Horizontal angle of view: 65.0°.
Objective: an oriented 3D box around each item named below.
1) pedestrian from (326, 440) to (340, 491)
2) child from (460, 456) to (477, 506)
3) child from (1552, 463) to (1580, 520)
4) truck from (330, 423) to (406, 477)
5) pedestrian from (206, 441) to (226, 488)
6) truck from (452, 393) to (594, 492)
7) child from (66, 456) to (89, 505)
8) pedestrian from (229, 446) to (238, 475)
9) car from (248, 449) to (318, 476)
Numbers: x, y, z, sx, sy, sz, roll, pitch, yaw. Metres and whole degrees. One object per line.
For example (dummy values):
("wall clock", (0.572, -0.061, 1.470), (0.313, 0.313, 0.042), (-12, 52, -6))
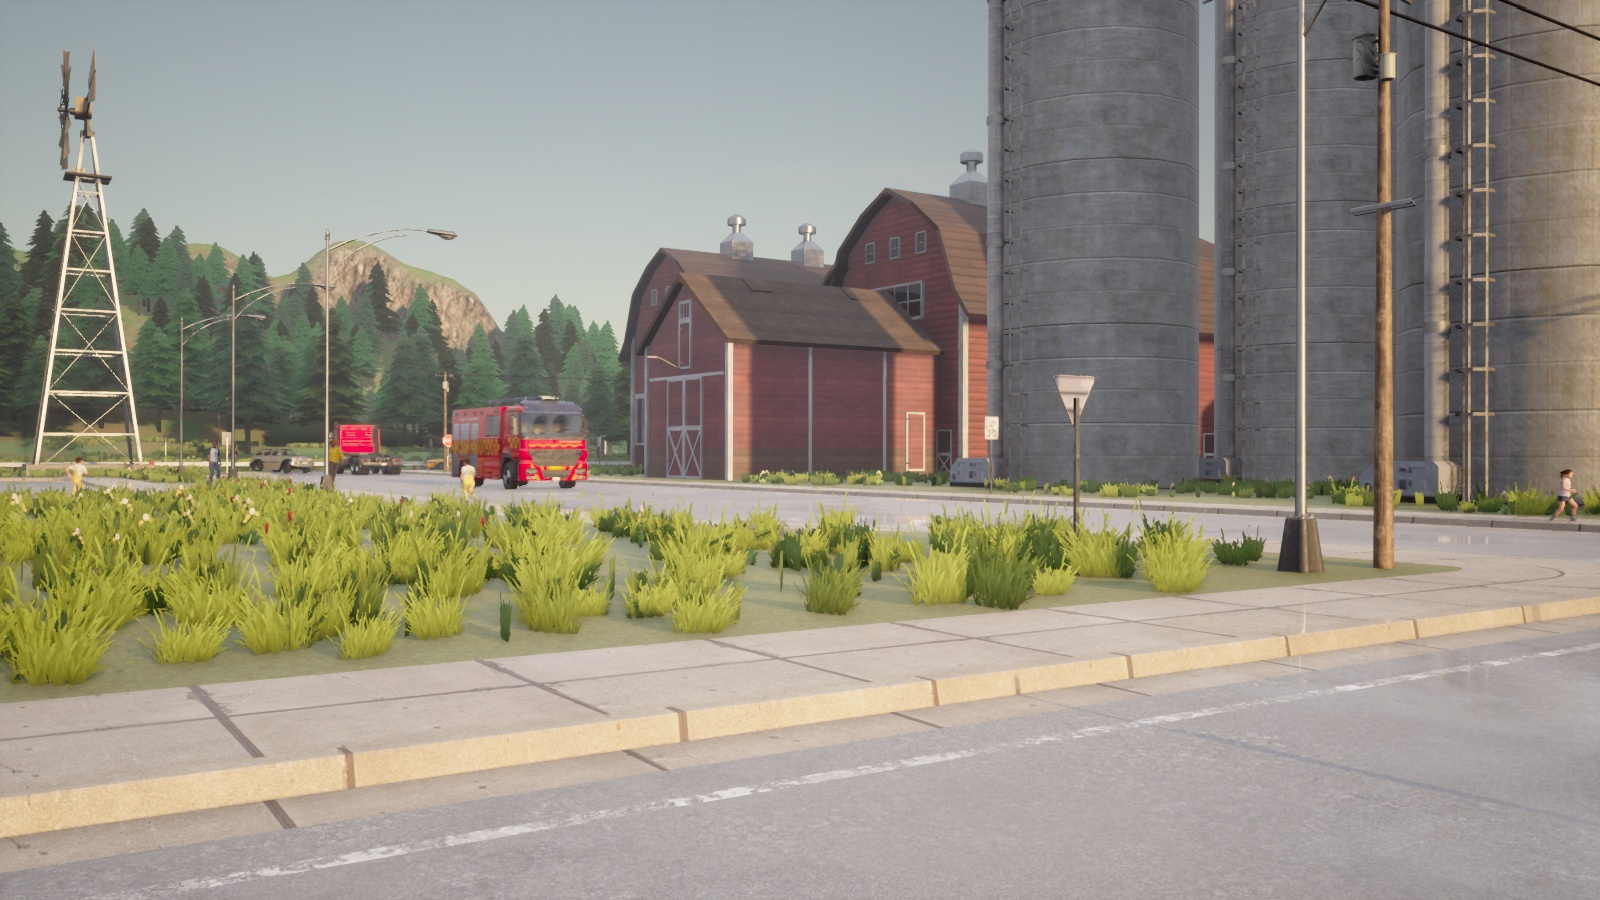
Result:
("pedestrian", (-16.831, 0.547, 45.261), (0.370, 1.835, 0.726), (0, 0, -30))
("child", (-8.412, 0.776, 31.844), (0.270, 1.263, 0.437), (0, 0, -39))
("child", (15.095, 0.809, 24.743), (0.255, 1.110, 0.394), (0, 0, -30))
("truck", (-29.192, 0.032, 84.678), (2.891, 3.462, 7.936), (0, 0, -34))
("pedestrian", (-22.707, 0.570, 48.839), (0.706, 1.836, 0.354), (0, 0, 31))
("truck", (-11.771, -0.266, 52.690), (2.891, 3.827, 8.468), (0, 0, -34))
("child", (-18.808, 0.800, 32.691), (0.270, 1.263, 0.437), (0, 0, 20))
("pedestrian", (-37.588, 0.684, 83.328), (0.402, 1.930, 0.666), (0, 0, -43))
("car", (-35.774, 0.850, 86.878), (4.605, 1.855, 1.932), (0, -1, 28))
